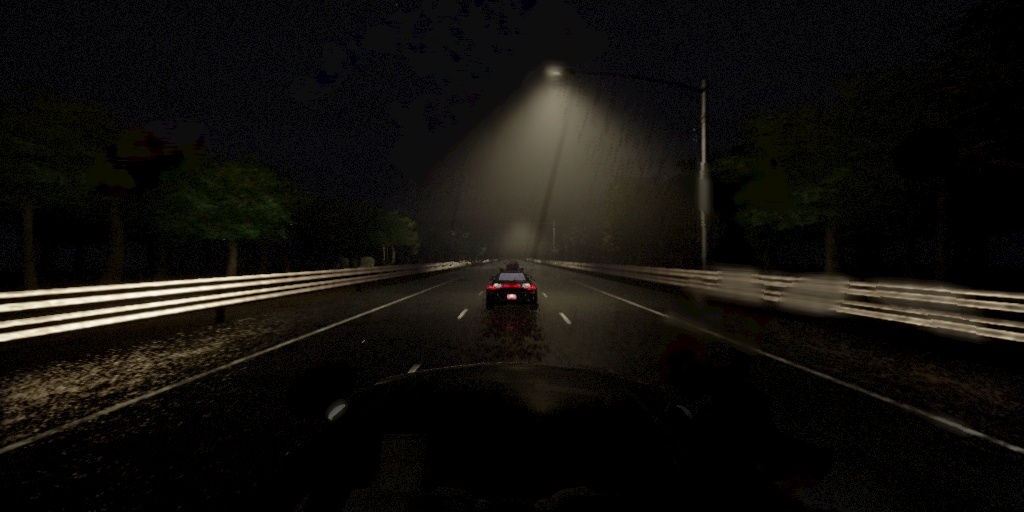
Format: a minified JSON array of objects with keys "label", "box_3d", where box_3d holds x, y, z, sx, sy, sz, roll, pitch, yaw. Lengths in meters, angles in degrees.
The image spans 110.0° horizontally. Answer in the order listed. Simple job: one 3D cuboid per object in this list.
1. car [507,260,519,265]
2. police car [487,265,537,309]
[{"label":"car","box_3d":[0.101,1.498,53.882,2.128,1.511,4.902,0,0,0]},{"label":"police car","box_3d":[-0.006,1.323,15.485,2.038,1.542,4.974,0,0,0]}]
